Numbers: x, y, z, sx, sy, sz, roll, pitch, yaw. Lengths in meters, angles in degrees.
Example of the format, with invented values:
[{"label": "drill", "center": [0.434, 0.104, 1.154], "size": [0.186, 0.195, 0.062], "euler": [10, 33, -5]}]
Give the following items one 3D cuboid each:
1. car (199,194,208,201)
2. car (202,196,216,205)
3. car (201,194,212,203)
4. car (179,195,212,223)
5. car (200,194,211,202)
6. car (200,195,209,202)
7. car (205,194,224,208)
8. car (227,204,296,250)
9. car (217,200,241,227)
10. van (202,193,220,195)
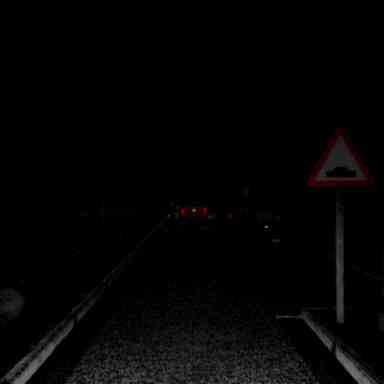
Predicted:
[{"label": "car", "center": [2.994, 1.391, 86.203], "size": [2.185, 1.767, 4.553], "euler": [0, 0, 0]}, {"label": "car", "center": [2.996, 1.428, 58.495], "size": [2.231, 1.521, 4.892], "euler": [0, 0, 0]}, {"label": "car", "center": [2.994, 1.327, 69.512], "size": [2.185, 1.767, 4.553], "euler": [0, 0, 0]}, {"label": "car", "center": [0.123, 1.320, 25.424], "size": [2.097, 1.767, 4.553], "euler": [1, 0, 0]}, {"label": "car", "center": [2.994, 1.346, 75.033], "size": [2.185, 1.767, 4.553], "euler": [0, 0, 0]}, {"label": "car", "center": [2.994, 1.534, 80.709], "size": [2.002, 1.452, 4.674], "euler": [0, 0, 0]}, {"label": "car", "center": [2.995, 1.461, 47.455], "size": [2.002, 1.452, 4.674], "euler": [0, 0, 0]}, {"label": "car", "center": [2.996, 1.474, 14.322], "size": [2.231, 1.521, 4.892], "euler": [0, 0, 0]}, {"label": "car", "center": [2.996, 1.467, 19.969], "size": [2.231, 1.521, 4.892], "euler": [0, 0, 0]}, {"label": "van", "center": [2.995, 1.196, 53.098], "size": [1.878, 1.987, 4.442], "euler": [0, 0, 0]}]
